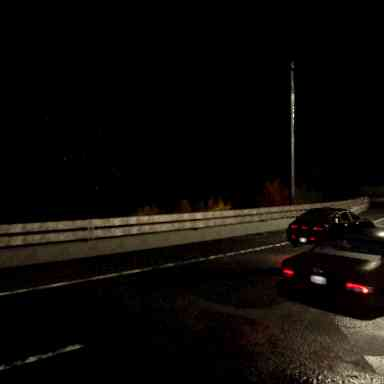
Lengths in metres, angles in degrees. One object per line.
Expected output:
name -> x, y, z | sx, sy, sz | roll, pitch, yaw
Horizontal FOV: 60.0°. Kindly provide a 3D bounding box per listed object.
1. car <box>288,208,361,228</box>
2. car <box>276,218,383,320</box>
car -> 5.673, 1.403, 13.305 | 4.892, 1.490, 1.837 | -1, 1, -43
car -> 4.022, 1.485, 7.129 | 5.357, 1.411, 2.033 | -1, 0, -40
